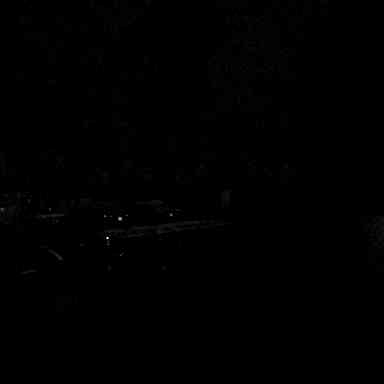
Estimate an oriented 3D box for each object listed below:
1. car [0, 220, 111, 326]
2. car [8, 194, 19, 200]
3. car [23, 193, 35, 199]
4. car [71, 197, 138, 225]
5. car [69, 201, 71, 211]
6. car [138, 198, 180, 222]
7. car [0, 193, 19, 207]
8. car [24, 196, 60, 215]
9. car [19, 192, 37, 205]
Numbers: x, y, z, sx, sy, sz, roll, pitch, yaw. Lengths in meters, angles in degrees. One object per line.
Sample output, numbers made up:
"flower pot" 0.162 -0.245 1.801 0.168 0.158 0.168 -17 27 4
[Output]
"car" -3.813 1.510 5.426 4.892 1.490 1.837 -2 1 -35
"car" -44.390 1.211 82.586 1.895 1.301 4.718 -2 1 -35
"car" -41.541 1.043 84.612 2.033 1.411 5.357 -2 1 -35
"car" -5.572 1.266 20.686 1.837 1.490 4.892 -2 1 -38
"car" -10.620 1.195 32.695 1.812 1.442 4.674 -2 2 -38
"car" -2.756 1.175 22.766 1.812 1.442 4.674 -2 1 -38
"car" -26.760 1.310 47.603 2.128 1.511 4.902 -2 1 -38
"car" -13.912 1.347 31.219 1.994 1.385 4.181 -2 1 -38
"car" -24.028 1.051 49.777 2.097 1.767 4.553 -2 2 -38
